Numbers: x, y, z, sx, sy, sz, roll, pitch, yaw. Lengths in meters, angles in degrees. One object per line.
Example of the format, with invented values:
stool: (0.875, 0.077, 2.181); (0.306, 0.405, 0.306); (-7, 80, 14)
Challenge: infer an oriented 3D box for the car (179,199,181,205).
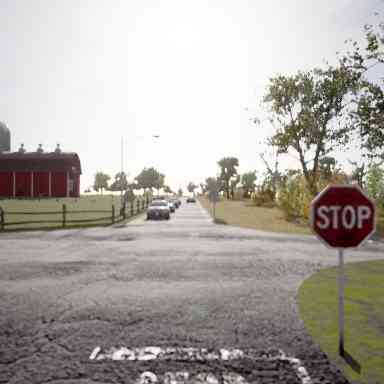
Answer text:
car: (-2.963, 1.535, 48.918); (1.882, 1.535, 5.008); (0, 0, 0)

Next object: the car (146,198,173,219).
car: (-2.887, 1.532, 29.229); (1.837, 1.490, 4.892); (0, 0, -1)

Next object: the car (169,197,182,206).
car: (-2.918, 1.641, 58.970); (1.994, 1.385, 4.181); (0, 0, 0)

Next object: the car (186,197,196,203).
car: (-0.195, 1.655, 71.284); (1.994, 1.385, 4.181); (0, 0, 0)

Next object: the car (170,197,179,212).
car: (-2.947, 1.588, 39.016); (2.033, 1.411, 5.357); (0, 0, 0)
